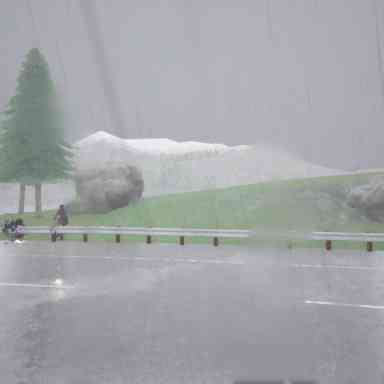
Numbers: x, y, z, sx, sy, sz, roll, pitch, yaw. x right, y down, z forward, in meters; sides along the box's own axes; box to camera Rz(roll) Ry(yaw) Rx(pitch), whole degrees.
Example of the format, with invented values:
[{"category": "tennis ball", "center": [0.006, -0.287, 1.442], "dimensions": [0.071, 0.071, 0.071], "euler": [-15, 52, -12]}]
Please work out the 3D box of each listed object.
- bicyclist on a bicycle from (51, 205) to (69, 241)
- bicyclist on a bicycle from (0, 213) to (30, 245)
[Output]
[{"category": "bicyclist on a bicycle", "center": [-5.986, 1.415, 15.154], "dimensions": [0.582, 1.620, 1.656], "euler": [4, -11, 2]}, {"category": "bicyclist on a bicycle", "center": [-7.793, 1.722, 14.666], "dimensions": [0.582, 1.656, 1.620], "euler": [3, 1, 22]}]
